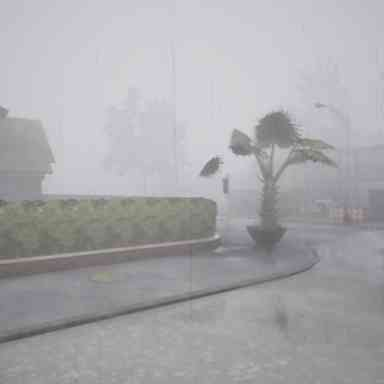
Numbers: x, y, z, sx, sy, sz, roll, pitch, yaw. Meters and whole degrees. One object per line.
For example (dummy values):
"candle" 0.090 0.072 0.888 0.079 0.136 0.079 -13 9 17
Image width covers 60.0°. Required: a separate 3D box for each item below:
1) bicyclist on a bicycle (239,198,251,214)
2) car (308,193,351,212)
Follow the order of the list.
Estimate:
"bicyclist on a bicycle" 5.203 1.399 32.770 1.656 1.620 0.582 0 0 -35
"car" 14.048 1.052 33.854 3.866 1.878 1.905 0 0 0
